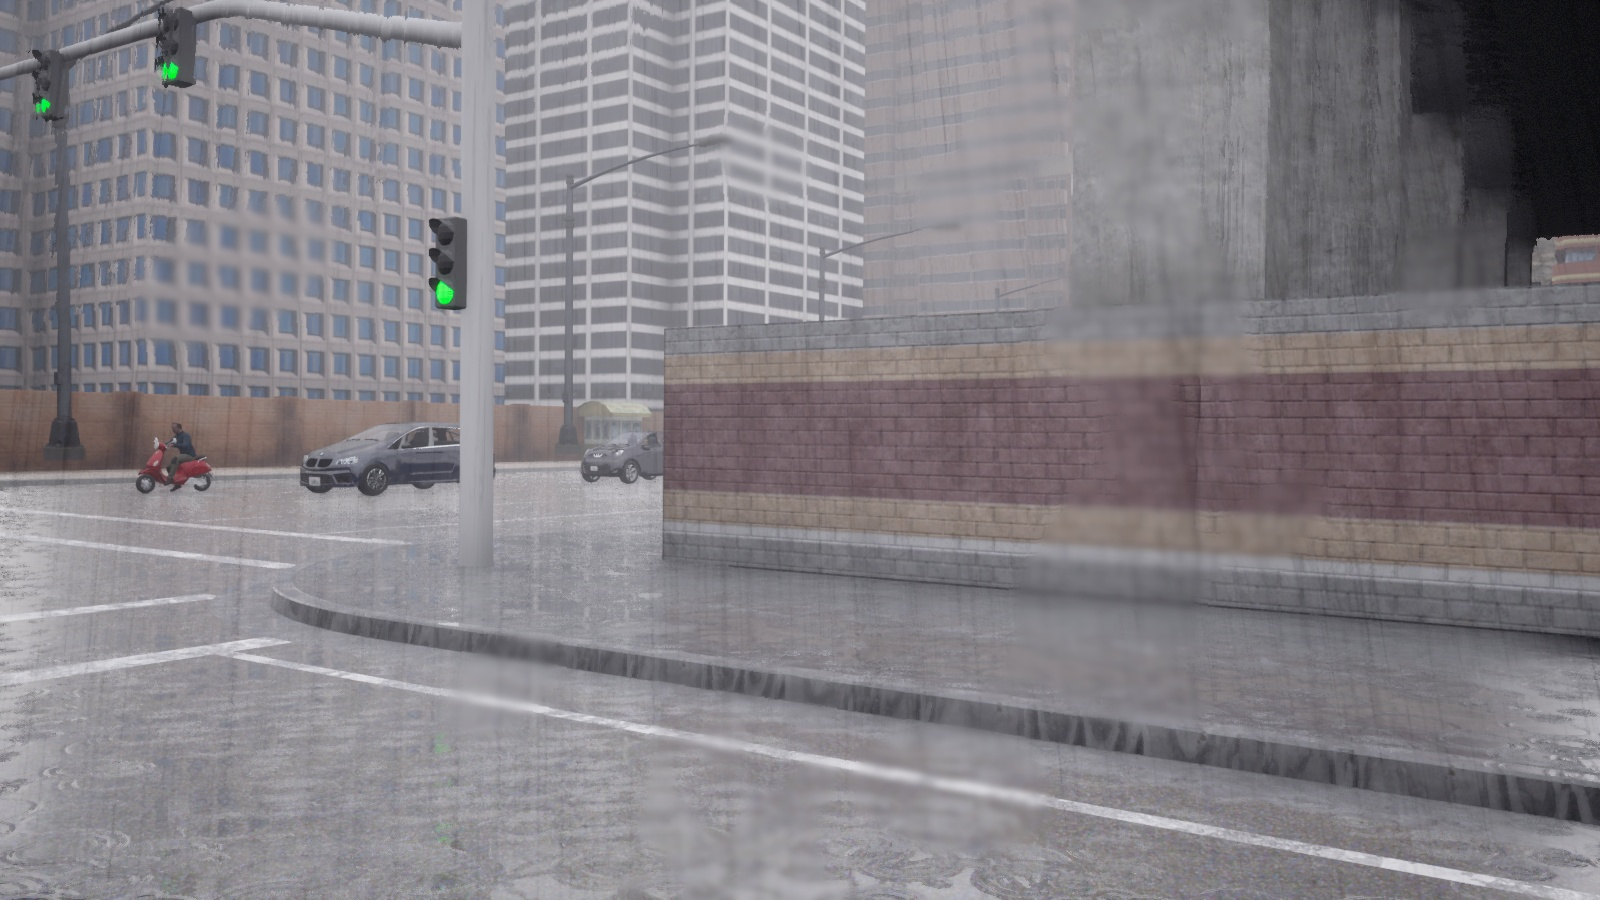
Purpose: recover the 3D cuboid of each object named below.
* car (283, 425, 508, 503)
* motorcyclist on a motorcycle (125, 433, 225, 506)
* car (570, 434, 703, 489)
[{"bbox_3d":[-9.350,0.259,29.396,2.242,1.667,4.611,0,1,34],"label":"car"},{"bbox_3d":[-14.162,0.424,28.516,0.866,1.590,1.817,0,1,34],"label":"motorcyclist on a motorcycle"},{"bbox_3d":[-4.681,0.292,36.289,1.845,1.501,3.633,0,1,34],"label":"car"}]
